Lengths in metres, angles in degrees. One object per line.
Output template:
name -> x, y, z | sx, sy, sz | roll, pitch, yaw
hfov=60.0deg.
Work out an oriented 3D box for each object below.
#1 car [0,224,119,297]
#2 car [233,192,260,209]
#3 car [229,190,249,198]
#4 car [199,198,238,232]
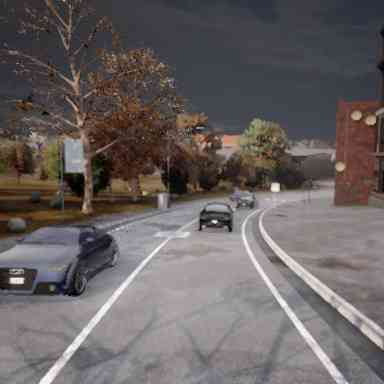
car -> -3.294, 1.536, 8.463 | 1.994, 1.385, 4.181 | 0, 0, 3
car -> 6.348, 1.107, 37.757 | 1.812, 1.442, 4.674 | 2, 2, 20
car -> 7.108, 0.489, 48.503 | 2.097, 1.767, 4.553 | 3, 3, 27
car -> 1.573, 1.394, 20.033 | 1.882, 1.535, 5.008 | 1, 1, 9
